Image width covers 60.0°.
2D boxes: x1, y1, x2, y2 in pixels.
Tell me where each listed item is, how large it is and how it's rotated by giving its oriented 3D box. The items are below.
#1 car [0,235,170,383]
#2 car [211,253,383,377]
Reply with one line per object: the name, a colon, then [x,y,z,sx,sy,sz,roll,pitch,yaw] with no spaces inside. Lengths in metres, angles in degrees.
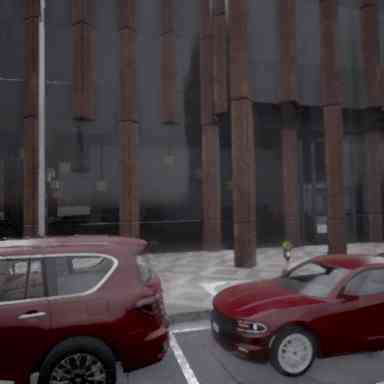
car: [-2.758,1.550,4.134,5.009,1.841,2.192,0,-2,-14]
car: [2.533,1.734,5.475,4.507,1.381,1.887,0,-2,-14]
